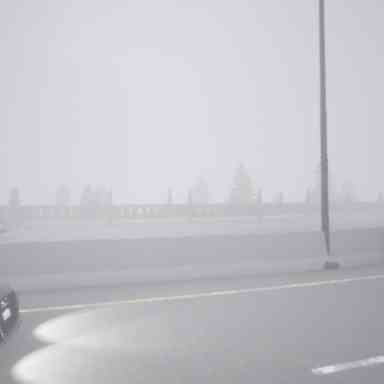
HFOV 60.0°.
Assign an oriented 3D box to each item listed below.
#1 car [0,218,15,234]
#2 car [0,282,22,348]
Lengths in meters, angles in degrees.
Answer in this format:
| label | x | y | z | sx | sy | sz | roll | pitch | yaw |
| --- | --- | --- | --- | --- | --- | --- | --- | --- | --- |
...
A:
| label | x | y | z | sx | sy | sz | roll | pitch | yaw |
| --- | --- | --- | --- | --- | --- | --- | --- | --- | --- |
| car | -12.240 | 1.736 | 17.194 | 5.357 | 1.411 | 2.033 | 0 | 0 | -10 |
| car | -4.654 | 1.626 | 4.432 | 4.181 | 1.385 | 1.994 | 0 | 0 | -13 |
